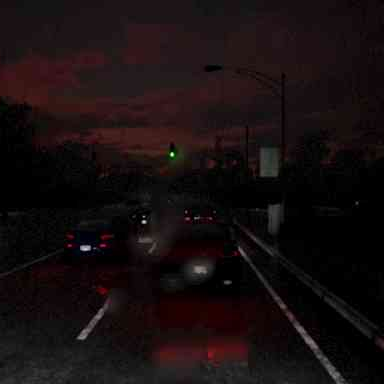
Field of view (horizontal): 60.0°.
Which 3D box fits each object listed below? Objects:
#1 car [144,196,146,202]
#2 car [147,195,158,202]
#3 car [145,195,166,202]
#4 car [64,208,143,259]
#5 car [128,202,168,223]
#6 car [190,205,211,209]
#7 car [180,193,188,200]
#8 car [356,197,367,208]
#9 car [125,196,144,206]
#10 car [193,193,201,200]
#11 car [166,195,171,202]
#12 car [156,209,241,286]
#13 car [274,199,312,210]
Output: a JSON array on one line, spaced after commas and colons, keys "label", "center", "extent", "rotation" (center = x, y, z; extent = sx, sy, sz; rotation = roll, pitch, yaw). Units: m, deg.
[{"label": "car", "center": [-9.338, 1.476, 66.647], "extent": [2.128, 1.511, 4.902], "rotation": [0, 0, 1]}, {"label": "car", "center": [-9.126, 1.404, 77.209], "extent": [1.837, 1.490, 4.892], "rotation": [0, 1, 1]}, {"label": "car", "center": [-6.107, 1.564, 56.082], "extent": [1.994, 1.385, 4.181], "rotation": [0, 0, 1]}, {"label": "car", "center": [-3.234, 1.548, 12.518], "extent": [1.812, 1.442, 4.674], "rotation": [0, 0, 1]}, {"label": "car", "center": [-3.021, 1.621, 23.551], "extent": [1.895, 1.301, 4.718], "rotation": [0, 0, 1]}, {"label": "car", "center": [0.529, 1.569, 21.435], "extent": [2.033, 1.411, 5.357], "rotation": [0, 0, 3]}, {"label": "car", "center": [-1.970, 1.292, 86.130], "extent": [1.812, 1.442, 4.674], "rotation": [0, 1, 1]}, {"label": "car", "center": [22.999, 1.361, 43.335], "extent": [4.553, 1.767, 2.097], "rotation": [0, 0, -2]}, {"label": "car", "center": [-9.637, 1.478, 54.736], "extent": [1.882, 1.535, 5.008], "rotation": [0, 0, 1]}, {"label": "car", "center": [1.531, 1.316, 86.077], "extent": [2.033, 1.411, 5.357], "rotation": [0, 1, 1]}, {"label": "car", "center": [-5.864, 1.512, 65.942], "extent": [1.812, 1.442, 4.674], "rotation": [0, 0, 2]}, {"label": "car", "center": [0.222, 1.499, 9.530], "extent": [1.882, 1.535, 5.008], "rotation": [0, 0, 1]}, {"label": "car", "center": [12.803, 1.609, 42.965], "extent": [4.718, 1.301, 1.895], "rotation": [0, 0, -1]}]
